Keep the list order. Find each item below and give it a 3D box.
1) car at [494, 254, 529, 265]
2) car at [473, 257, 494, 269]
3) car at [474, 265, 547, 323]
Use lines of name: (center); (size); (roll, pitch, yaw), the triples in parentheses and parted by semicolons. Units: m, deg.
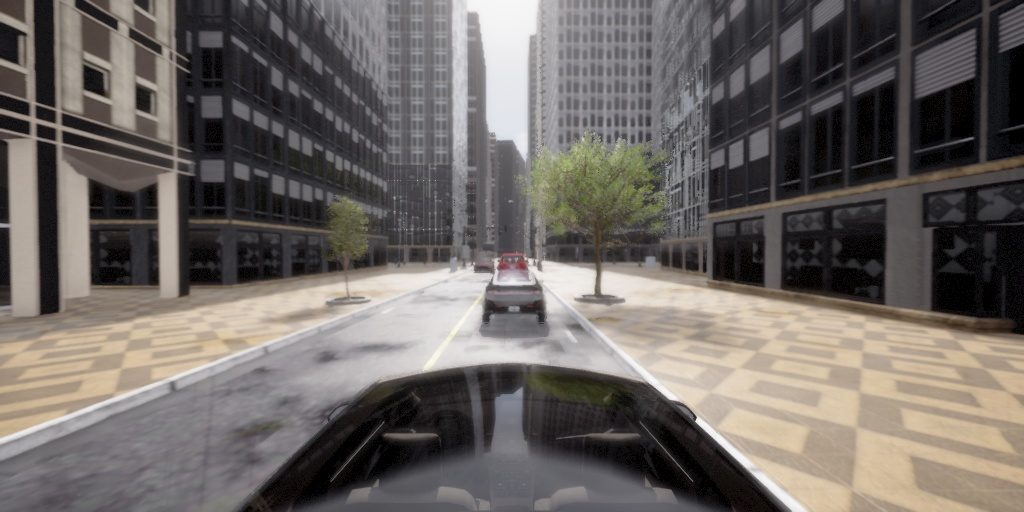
car: (0.070, 0.861, 27.198); (2.150, 2.045, 5.566); (0, 0, 0)
car: (-3.059, 0.939, 40.006); (2.097, 1.767, 4.553); (0, 0, 0)
car: (0.065, 1.191, 11.860); (2.128, 1.511, 4.902); (0, 0, 0)
